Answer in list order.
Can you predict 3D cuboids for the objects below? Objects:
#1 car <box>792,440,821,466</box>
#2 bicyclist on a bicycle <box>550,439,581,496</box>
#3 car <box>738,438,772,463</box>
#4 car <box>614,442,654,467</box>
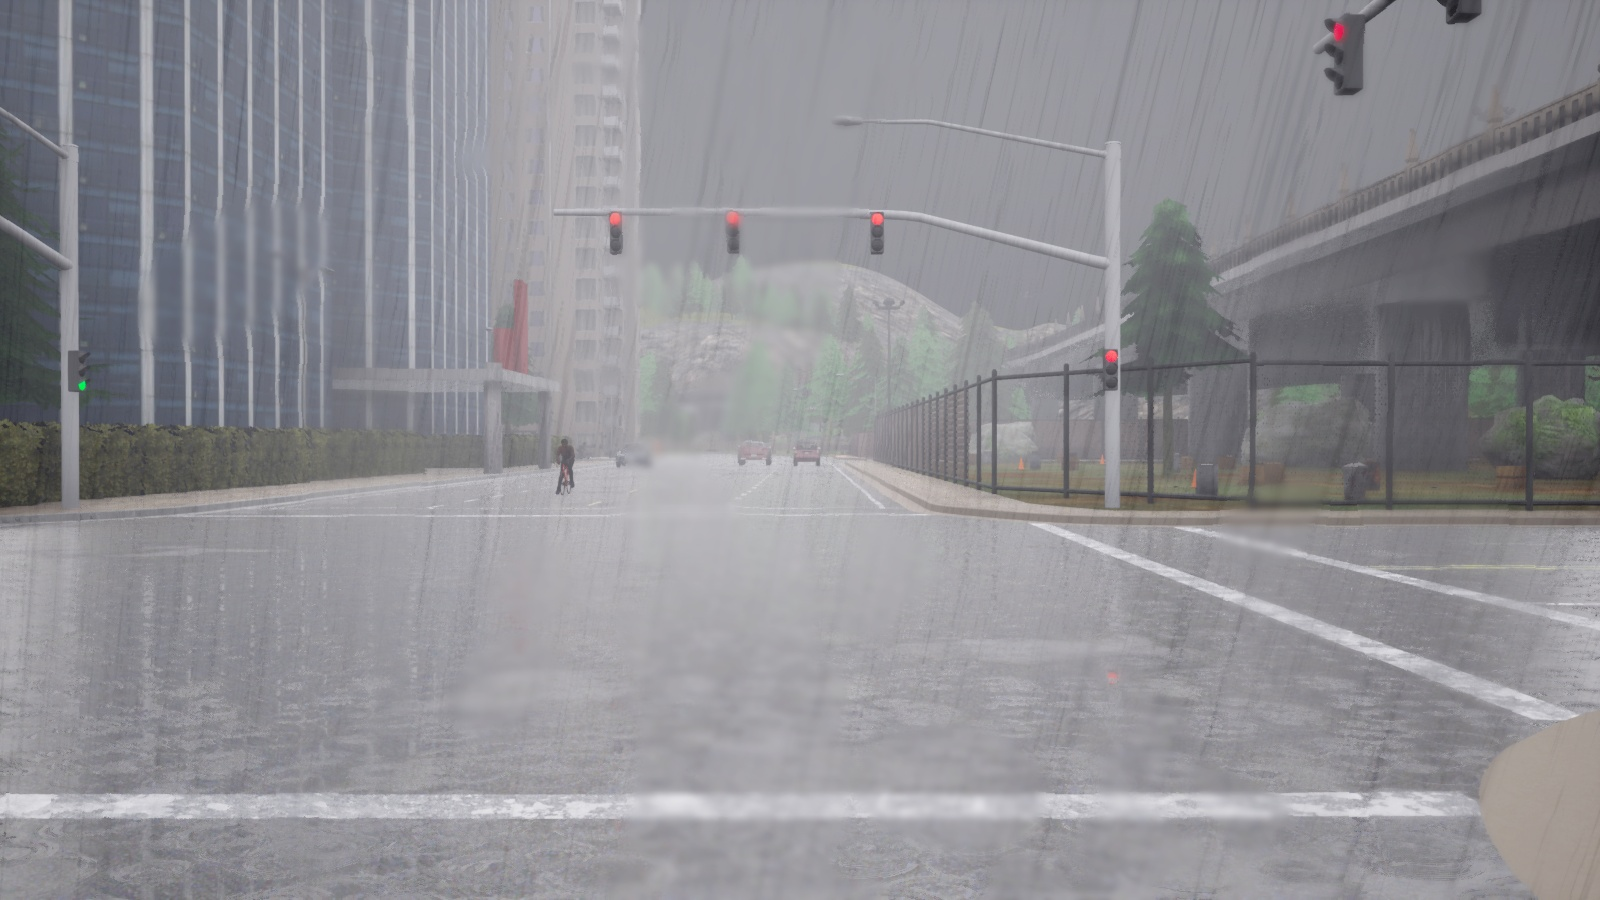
[{"bbox_3d":[0.447,0.179,82.555,1.851,1.617,3.988,0,0,0],"label":"car"},{"bbox_3d":[-6.795,0.488,36.405,0.582,1.620,1.656,0,1,0],"label":"bicyclist on a bicycle"},{"bbox_3d":[-3.036,0.039,85.718,2.152,1.651,5.027,0,0,0],"label":"car"},{"bbox_3d":[-10.085,0.272,76.531,1.970,1.475,3.806,0,0,0],"label":"car"}]
